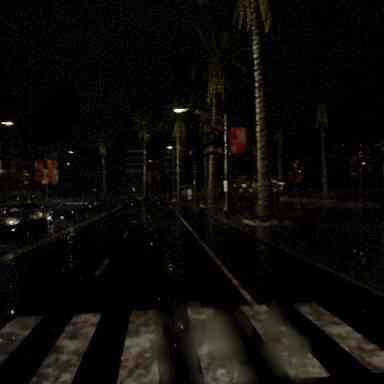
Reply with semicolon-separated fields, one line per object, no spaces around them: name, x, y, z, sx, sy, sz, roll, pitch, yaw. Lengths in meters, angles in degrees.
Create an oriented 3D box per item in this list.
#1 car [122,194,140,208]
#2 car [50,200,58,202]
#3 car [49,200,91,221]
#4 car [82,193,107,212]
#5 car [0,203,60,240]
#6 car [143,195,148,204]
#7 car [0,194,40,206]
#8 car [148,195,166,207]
car;-8.189;1.319;45.313;1.837;1.490;4.892;-1;0;-10
car;-14.125;1.550;34.765;1.895;1.301;4.718;-1;0;-6
car;-9.754;1.550;26.616;1.895;1.301;4.718;-1;0;-6
car;-10.876;1.117;37.275;2.150;2.045;5.566;-1;0;-6
car;-8.777;1.544;17.077;2.033;1.411;5.357;-1;0;-6
car;-7.156;1.211;56.380;1.882;1.535;5.008;-1;0;-18
car;-13.093;1.221;24.832;2.150;2.045;5.566;-1;0;-6
car;-4.814;1.293;46.453;1.812;1.442;4.674;-1;0;-10
